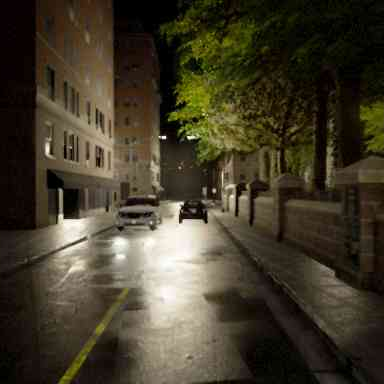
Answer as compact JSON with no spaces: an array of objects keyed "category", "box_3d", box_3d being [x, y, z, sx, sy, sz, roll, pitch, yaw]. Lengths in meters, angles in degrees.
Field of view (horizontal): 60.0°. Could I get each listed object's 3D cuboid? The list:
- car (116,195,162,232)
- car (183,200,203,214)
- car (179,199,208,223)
[{"category":"car","box_3d":[-3.094,1.216,20.516,2.150,2.045,5.566,0,0,0]},{"category":"car","box_3d":[0.078,1.555,35.411,1.994,1.385,4.181,0,0,0]},{"category":"car","box_3d":[0.086,1.348,25.410,2.097,1.767,4.553,0,0,0]}]
